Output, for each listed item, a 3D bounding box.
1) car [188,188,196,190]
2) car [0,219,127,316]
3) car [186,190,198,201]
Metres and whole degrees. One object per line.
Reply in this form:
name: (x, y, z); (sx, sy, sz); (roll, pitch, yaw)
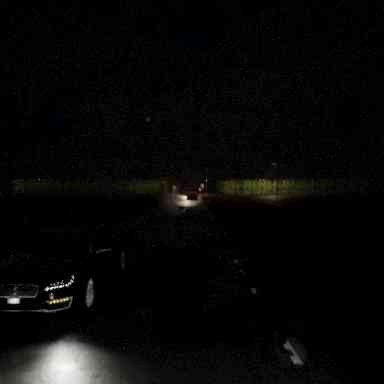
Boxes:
car: (0.026, 0.285, 67.732); (2.150, 2.045, 5.566); (0, 1, 0)
car: (-2.777, 1.453, 7.664); (1.837, 1.490, 4.892); (0, 0, 1)
car: (0.023, 0.848, 57.229); (2.033, 1.411, 5.357); (0, 1, 0)
